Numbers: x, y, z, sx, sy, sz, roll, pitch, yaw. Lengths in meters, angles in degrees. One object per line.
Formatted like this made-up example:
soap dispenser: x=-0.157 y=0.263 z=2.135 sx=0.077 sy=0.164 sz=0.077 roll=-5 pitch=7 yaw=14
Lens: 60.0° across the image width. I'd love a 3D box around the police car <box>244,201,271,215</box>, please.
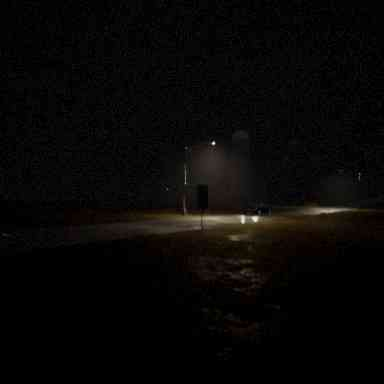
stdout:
police car: x=8.230 y=1.999 z=41.542 sx=1.930 sy=1.638 sz=5.238 roll=1 pitch=0 yaw=35
